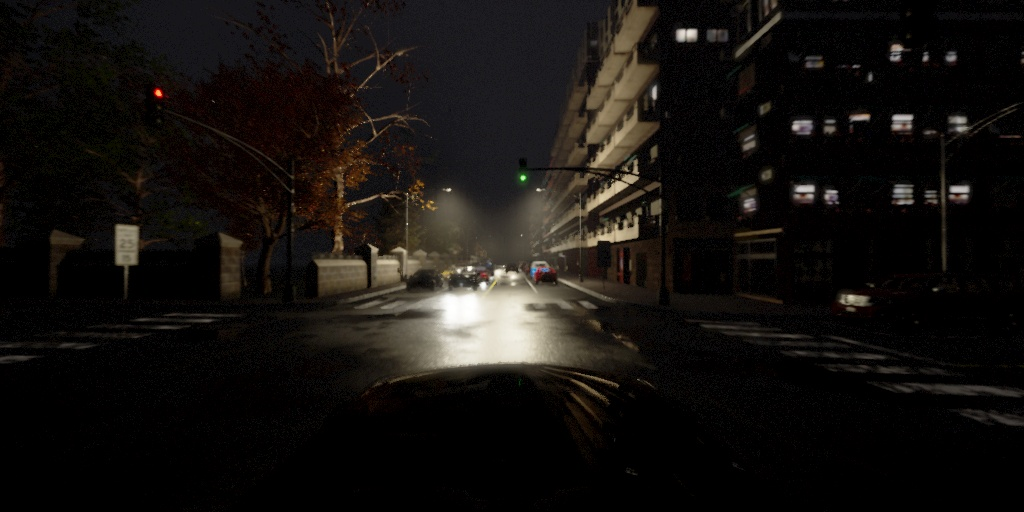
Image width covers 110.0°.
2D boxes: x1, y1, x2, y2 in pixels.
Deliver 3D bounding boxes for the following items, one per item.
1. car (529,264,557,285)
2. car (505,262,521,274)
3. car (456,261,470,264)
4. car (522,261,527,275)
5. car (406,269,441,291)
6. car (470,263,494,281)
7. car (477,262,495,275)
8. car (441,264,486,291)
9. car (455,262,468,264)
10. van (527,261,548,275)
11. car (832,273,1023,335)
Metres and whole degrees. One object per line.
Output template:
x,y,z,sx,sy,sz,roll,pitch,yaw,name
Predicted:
2.693,1.588,29.575,1.888,1.381,4.507,0,0,0,car
0.003,1.802,52.251,1.837,1.490,4.892,0,-1,0,car
-5.687,1.482,40.836,2.192,1.841,5.009,0,0,0,car
2.694,1.670,46.465,1.967,1.591,4.097,0,0,0,car
-5.688,1.548,23.946,1.948,1.339,4.313,0,0,0,car
-3.094,1.657,34.196,1.994,1.385,4.181,0,-1,0,car
-3.092,1.759,44.789,2.033,1.411,5.357,0,-1,0,car
-3.107,1.476,24.183,2.128,1.511,4.902,0,-1,-1,car
-5.687,1.630,35.037,1.751,1.417,4.829,0,0,0,car
2.693,1.445,35.205,1.690,1.789,3.998,0,0,0,van
13.450,1.449,11.602,5.009,1.841,2.192,0,0,-1,car
